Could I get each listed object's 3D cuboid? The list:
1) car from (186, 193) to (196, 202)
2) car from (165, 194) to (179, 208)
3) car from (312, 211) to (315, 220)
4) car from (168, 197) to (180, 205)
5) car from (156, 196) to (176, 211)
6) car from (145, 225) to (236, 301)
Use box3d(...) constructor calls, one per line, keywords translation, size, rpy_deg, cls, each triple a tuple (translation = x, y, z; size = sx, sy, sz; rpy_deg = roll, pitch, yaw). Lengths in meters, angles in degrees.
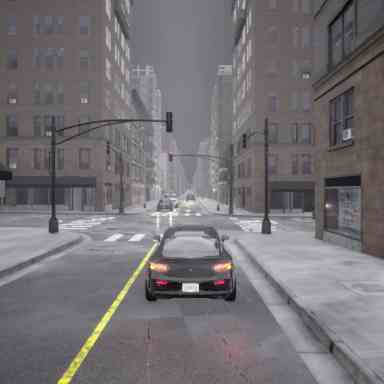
box3d(translation=(-0.306, 1.360, 81.732), size=(2.150, 2.045, 5.566), rpy_deg=(0, 0, 0), cls="car")
box3d(translation=(-3.285, 1.294, 50.854), size=(2.150, 2.045, 5.566), rpy_deg=(0, 0, 0), cls="car")
box3d(translation=(12.257, 1.722, 26.824), size=(5.008, 1.535, 1.882), rpy_deg=(1, 0, -1), cls="car")
box3d(translation=(-3.293, 1.641, 61.433), size=(2.033, 1.411, 5.357), rpy_deg=(0, 0, 0), cls="car")
box3d(translation=(-3.264, 1.557, 40.800), size=(1.837, 1.490, 4.892), rpy_deg=(0, 0, -2), cls="car")
box3d(translation=(-0.024, 1.527, 8.196), size=(1.812, 1.442, 4.674), rpy_deg=(0, 0, 0), cls="car")
